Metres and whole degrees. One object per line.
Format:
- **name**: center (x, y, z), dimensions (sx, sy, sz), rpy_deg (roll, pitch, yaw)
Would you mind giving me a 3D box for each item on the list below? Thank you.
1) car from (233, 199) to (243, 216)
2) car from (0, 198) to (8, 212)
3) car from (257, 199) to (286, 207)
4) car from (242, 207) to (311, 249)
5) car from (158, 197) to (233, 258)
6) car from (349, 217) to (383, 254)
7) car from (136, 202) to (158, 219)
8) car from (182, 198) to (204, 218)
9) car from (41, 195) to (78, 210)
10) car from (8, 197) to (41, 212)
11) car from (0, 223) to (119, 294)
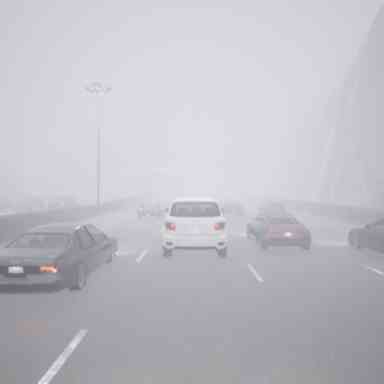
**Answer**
- **car**: center (3.599, 1.400, 30.827), dimensions (1.812, 1.442, 4.674), rpy_deg (0, 1, 0)
- **car**: center (-21.089, 1.375, 36.436), dimensions (1.994, 1.385, 4.181), rpy_deg (0, 1, 0)
- **car**: center (7.099, 1.388, 29.928), dimensions (1.837, 1.490, 4.892), rpy_deg (0, 1, 0)
- **car**: center (3.600, 1.549, 14.443), dimensions (1.994, 1.385, 4.181), rpy_deg (0, 0, 0)
- **car**: center (0.100, 1.211, 12.943), dimensions (2.150, 2.045, 5.566), rpy_deg (0, 0, 0)
- **car**: center (7.100, 1.521, 11.206), dimensions (1.812, 1.442, 4.674), rpy_deg (0, 0, 0)
- **car**: center (-3.400, 1.499, 28.118), dimensions (1.895, 1.301, 4.718), rpy_deg (0, 0, 0)
- **car**: center (0.099, 1.387, 29.939), dimensions (1.837, 1.490, 4.892), rpy_deg (0, 1, 0)
- **car**: center (-14.092, 1.167, 36.168), dimensions (2.097, 1.767, 4.553), rpy_deg (0, 1, 0)
- **car**: center (-17.591, 1.316, 36.451), dimensions (1.837, 1.490, 4.892), rpy_deg (0, 1, 0)
- **car**: center (-3.399, 1.546, 8.928), dimensions (2.033, 1.411, 5.357), rpy_deg (0, 0, 0)
